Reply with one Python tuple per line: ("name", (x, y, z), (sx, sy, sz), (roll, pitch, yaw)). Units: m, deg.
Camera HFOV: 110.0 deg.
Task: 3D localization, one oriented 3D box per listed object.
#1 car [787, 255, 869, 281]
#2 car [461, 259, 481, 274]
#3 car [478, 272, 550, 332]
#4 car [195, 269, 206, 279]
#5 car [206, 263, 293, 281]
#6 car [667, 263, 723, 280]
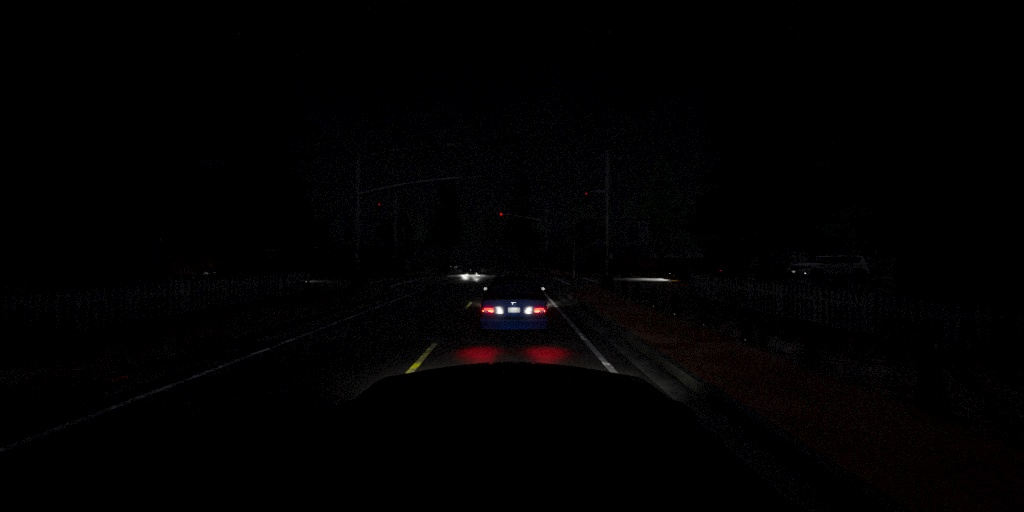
("car", (26.282, 0.955, 29.884), (5.566, 2.045, 2.150), (0, 0, 1))
("car", (-4.424, 1.280, 39.315), (1.994, 1.385, 4.181), (0, 0, -3))
("car", (0.065, 1.297, 10.800), (2.033, 1.411, 5.357), (0, 0, 0))
("car", (-24.406, 1.282, 31.351), (5.357, 1.411, 2.033), (0, 0, 2))
("car", (-19.834, 1.282, 27.549), (5.357, 1.411, 2.033), (0, 0, 2))
("car", (15.324, 1.299, 30.211), (4.181, 1.385, 1.994), (0, 0, 2))
